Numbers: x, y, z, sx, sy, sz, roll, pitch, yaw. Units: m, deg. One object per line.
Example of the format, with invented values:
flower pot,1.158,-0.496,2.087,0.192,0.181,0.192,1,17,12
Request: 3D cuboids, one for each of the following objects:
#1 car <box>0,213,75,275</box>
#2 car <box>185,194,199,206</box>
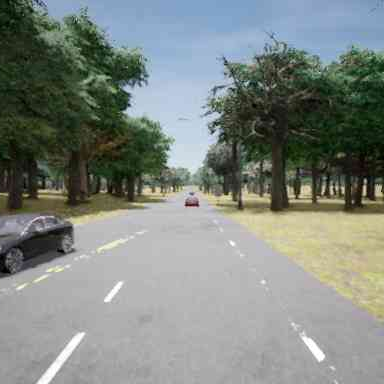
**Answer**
car,-5.500,1.478,10.580,2.128,1.511,4.902,0,0,7
car,0.002,1.363,49.357,1.994,1.385,4.181,0,0,0
